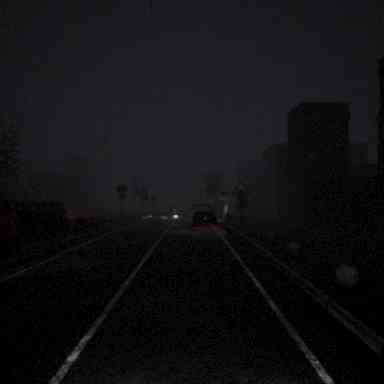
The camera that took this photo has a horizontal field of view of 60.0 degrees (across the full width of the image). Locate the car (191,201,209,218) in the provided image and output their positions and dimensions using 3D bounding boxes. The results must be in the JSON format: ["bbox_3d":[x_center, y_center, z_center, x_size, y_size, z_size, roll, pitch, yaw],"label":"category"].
[{"bbox_3d":[1.009,2.254,43.101,2.150,2.045,5.566,0,-3,0],"label":"car"}]

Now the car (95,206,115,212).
[{"bbox_3d":[-21.778,4.318,83.332,4.674,1.452,2.002,0,-3,0],"label":"car"}]

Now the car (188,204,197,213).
[{"bbox_3d":[0.154,3.782,78.633,2.150,2.045,5.566,0,-3,0],"label":"car"}]

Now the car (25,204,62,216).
[{"bbox_3d":[-21.953,2.627,49.340,4.553,1.767,2.185,0,-3,0],"label":"car"}]

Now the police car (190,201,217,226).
[{"bbox_3d":[0.999,1.805,27.158,1.930,1.638,5.238,1,-1,0],"label":"police car"}]

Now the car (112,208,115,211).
[{"bbox_3d":[-21.799,4.137,80.188,5.008,1.535,2.097,0,-3,0],"label":"car"}]

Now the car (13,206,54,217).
[{"bbox_3d":[-21.893,2.652,46.165,4.674,1.452,2.002,0,-3,0],"label":"car"}]

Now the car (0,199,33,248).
[{"bbox_3d":[-9.523,1.275,12.658,5.566,2.045,2.435,0,-1,0],"label":"car"}]

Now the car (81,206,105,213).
[{"bbox_3d":[-21.818,3.883,73.643,4.674,1.452,2.002,0,-3,0],"label":"car"}]

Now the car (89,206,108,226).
[{"bbox_3d":[-9.372,1.802,24.797,5.366,1.575,1.946,0,-2,0],"label":"car"}]

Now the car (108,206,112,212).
[{"bbox_3d":[-21.801,3.991,76.918,4.892,1.521,2.231,0,-3,0],"label":"car"}]

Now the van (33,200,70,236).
[{"bbox_3d":[-9.646,1.427,18.848,4.442,1.987,1.878,0,-1,0],"label":"van"}]

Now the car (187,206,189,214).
[{"bbox_3d":[0.103,3.441,63.588,2.128,1.511,4.902,0,-3,0],"label":"car"}]

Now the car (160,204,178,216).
[{"bbox_3d":[-3.266,2.747,51.243,2.097,1.767,4.553,0,-3,0],"label":"car"}]

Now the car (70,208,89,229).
[{"bbox_3d":[-9.575,1.599,21.883,4.553,1.767,2.185,0,-2,0],"label":"car"}]
